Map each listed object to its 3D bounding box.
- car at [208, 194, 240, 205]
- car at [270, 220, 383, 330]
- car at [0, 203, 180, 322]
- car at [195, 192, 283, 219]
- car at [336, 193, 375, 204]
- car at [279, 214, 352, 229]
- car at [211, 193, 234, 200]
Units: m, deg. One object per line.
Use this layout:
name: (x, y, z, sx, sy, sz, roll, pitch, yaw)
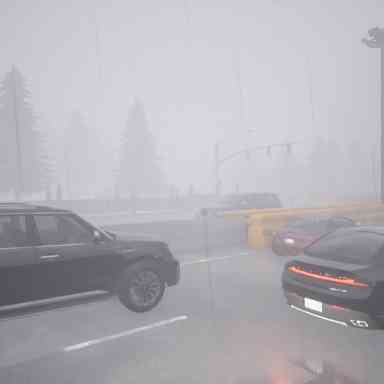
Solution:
car: (4.738, 1.024, 50.124, 2.128, 1.511, 4.902, -1, 1, -35)
car: (3.817, 1.434, 6.471, 4.892, 1.490, 1.837, -1, 1, -35)
car: (-2.903, 1.217, 5.974, 5.566, 2.045, 2.150, 0, 0, -36)
car: (2.799, 1.055, 18.879, 5.566, 2.045, 2.150, -1, 0, -35)
car: (22.566, 0.839, 46.025, 4.902, 1.511, 2.128, -1, 1, 10)
car: (4.627, 1.440, 11.339, 4.181, 1.385, 1.994, -1, 1, -35)
car: (6.053, 0.875, 66.638, 1.837, 1.490, 4.892, -1, 1, -35)
